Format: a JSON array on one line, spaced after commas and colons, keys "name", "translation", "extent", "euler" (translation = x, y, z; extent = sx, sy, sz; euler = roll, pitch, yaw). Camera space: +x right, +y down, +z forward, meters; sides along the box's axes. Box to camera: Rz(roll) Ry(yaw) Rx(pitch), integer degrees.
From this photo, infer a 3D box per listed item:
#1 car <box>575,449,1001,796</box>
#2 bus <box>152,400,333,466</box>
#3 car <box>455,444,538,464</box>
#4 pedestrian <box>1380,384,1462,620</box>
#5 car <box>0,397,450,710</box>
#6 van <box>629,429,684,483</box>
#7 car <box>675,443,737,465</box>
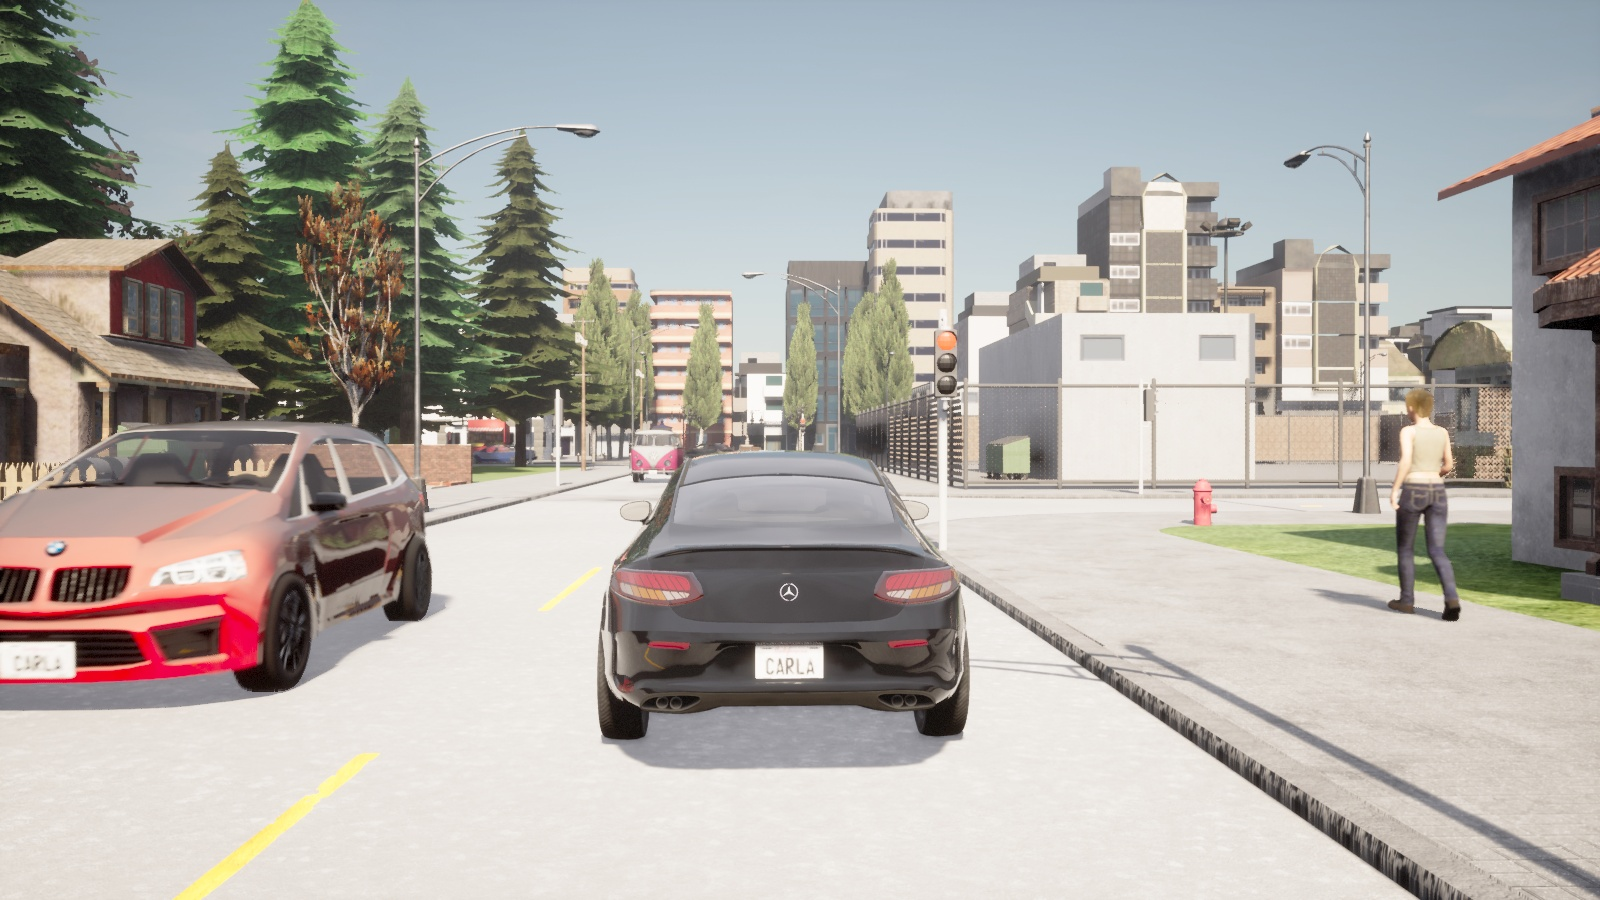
[{"name": "car", "translation": [-0.142, 0.729, 7.674], "extent": [1.812, 1.442, 4.674], "euler": [0, 0, -2]}, {"name": "bus", "translation": [-36.825, -1.130, 83.327], "extent": [10.273, 4.253, 3.944], "euler": [0, 0, -2]}, {"name": "car", "translation": [-21.195, 0.281, 87.864], "extent": [5.357, 1.411, 2.033], "euler": [0, 0, -2]}, {"name": "pedestrian", "translation": [4.980, 0.403, 10.092], "extent": [0.345, 1.836, 0.594], "euler": [0, 0, -2]}, {"name": "car", "translation": [-4.196, 0.537, 8.984], "extent": [2.242, 1.667, 4.611], "euler": [0, 0, -2]}, {"name": "van", "translation": [-5.501, 0.223, 48.465], "extent": [1.775, 1.987, 4.442], "euler": [0, 0, -2]}, {"name": "car", "translation": [-6.542, 0.263, 87.185], "extent": [4.193, 1.474, 1.816], "euler": [0, 0, 39]}]
